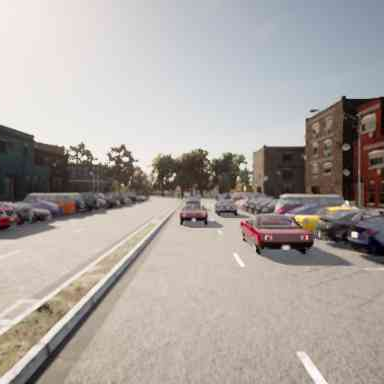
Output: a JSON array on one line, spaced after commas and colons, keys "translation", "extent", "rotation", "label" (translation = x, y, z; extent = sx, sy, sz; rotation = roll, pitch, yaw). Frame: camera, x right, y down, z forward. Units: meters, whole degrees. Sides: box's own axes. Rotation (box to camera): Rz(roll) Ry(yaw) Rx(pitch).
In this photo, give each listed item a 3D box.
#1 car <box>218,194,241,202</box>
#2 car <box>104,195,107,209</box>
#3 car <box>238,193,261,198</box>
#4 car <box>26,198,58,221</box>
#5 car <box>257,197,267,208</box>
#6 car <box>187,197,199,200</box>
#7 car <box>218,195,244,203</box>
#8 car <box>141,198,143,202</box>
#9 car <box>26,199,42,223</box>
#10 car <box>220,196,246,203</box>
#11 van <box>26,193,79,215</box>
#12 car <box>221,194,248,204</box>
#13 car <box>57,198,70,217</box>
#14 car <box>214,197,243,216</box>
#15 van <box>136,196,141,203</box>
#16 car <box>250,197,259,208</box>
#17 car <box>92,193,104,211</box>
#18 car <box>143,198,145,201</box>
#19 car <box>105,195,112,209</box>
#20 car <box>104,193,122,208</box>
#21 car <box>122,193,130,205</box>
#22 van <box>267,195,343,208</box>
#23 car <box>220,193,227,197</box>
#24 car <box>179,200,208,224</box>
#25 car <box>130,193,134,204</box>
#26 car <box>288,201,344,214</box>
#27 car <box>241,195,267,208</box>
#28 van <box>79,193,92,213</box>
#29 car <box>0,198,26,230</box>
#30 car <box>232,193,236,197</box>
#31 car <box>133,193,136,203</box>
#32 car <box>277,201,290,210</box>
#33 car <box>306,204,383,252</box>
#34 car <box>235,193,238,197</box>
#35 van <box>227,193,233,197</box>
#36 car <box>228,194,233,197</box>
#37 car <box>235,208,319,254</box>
[{"translation": [7.670, 1.233, 68.850], "extent": [4.553, 1.767, 2.185], "rotation": [0, 0, 0], "label": "car"}, {"translation": [-12.502, 1.401, 37.476], "extent": [4.674, 1.452, 2.002], "rotation": [0, 0, 0], "label": "car"}, {"translation": [7.641, 1.240, 35.754], "extent": [4.553, 1.767, 2.185], "rotation": [0, 0, 0], "label": "car"}, {"translation": [-12.498, 1.401, 23.581], "extent": [4.792, 1.488, 2.163], "rotation": [0, 0, 0], "label": "car"}, {"translation": [7.656, 1.382, 24.728], "extent": [4.892, 1.521, 2.231], "rotation": [0, 0, 0], "label": "car"}, {"translation": [0.136, 1.390, 40.965], "extent": [1.837, 1.490, 4.892], "rotation": [0, 0, 0], "label": "car"}, {"translation": [7.704, 1.367, 66.088], "extent": [5.008, 1.535, 2.097], "rotation": [0, 0, 0], "label": "car"}, {"translation": [-12.490, 1.254, 65.274], "extent": [4.553, 1.767, 2.185], "rotation": [0, 0, 0], "label": "car"}, {"translation": [-12.526, 1.379, 20.802], "extent": [4.892, 1.521, 2.231], "rotation": [0, 0, 0], "label": "car"}, {"translation": [7.694, 1.412, 63.332], "extent": [4.674, 1.452, 2.002], "rotation": [0, 0, 0], "label": "car"}, {"translation": [-12.635, 1.138, 29.139], "extent": [4.442, 1.987, 1.878], "rotation": [0, 0, 0], "label": "van"}, {"translation": [7.663, 1.250, 60.575], "extent": [4.553, 1.767, 2.185], "rotation": [0, 0, 0], "label": "car"}, {"translation": [-12.521, 1.407, 26.235], "extent": [4.674, 1.452, 2.002], "rotation": [0, 0, 0], "label": "car"}, {"translation": [3.129, 1.438, 31.323], "extent": [2.033, 1.411, 5.357], "rotation": [0, 0, 0], "label": "car"}, {"translation": [-12.346, 1.161, 62.366], "extent": [4.442, 1.987, 1.878], "rotation": [0, 0, 0], "label": "van"}, {"translation": [7.658, 1.377, 27.484], "extent": [4.892, 1.521, 2.231], "rotation": [0, 0, 0], "label": "car"}, {"translation": [-12.537, 1.110, 34.697], "extent": [5.566, 2.045, 2.435], "rotation": [0, 0, 0], "label": "car"}, {"translation": [-12.420, 1.386, 70.710], "extent": [4.792, 1.488, 2.163], "rotation": [0, 0, 0], "label": "car"}, {"translation": [-12.497, 1.402, 40.190], "extent": [4.674, 1.452, 2.002], "rotation": [0, 0, 0], "label": "car"}, {"translation": [-12.467, 1.113, 42.909], "extent": [5.566, 2.045, 2.435], "rotation": [0, 0, 0], "label": "car"}, {"translation": [-12.515, 1.120, 48.594], "extent": [5.566, 2.045, 2.435], "rotation": [0, 0, 0], "label": "car"}, {"translation": [7.542, 1.162, 21.846], "extent": [4.442, 1.987, 1.878], "rotation": [0, 0, 0], "label": "van"}, {"translation": [7.715, 1.121, 52.299], "extent": [5.566, 2.045, 2.435], "rotation": [0, 0, 0], "label": "car"}, {"translation": [0.121, 1.505, 23.642], "extent": [1.895, 1.301, 4.718], "rotation": [0, 0, 0], "label": "car"}, {"translation": [-12.472, 1.379, 54.026], "extent": [5.008, 1.535, 2.097], "rotation": [0, 0, 0], "label": "car"}, {"translation": [7.840, 1.401, 16.455], "extent": [5.366, 1.575, 1.946], "rotation": [0, 0, 0], "label": "car"}, {"translation": [7.663, 1.369, 32.998], "extent": [4.892, 1.521, 2.231], "rotation": [0, 0, 0], "label": "car"}, {"translation": [-12.397, 1.135, 31.916], "extent": [4.442, 1.987, 1.878], "rotation": [0, 0, 0], "label": "van"}, {"translation": [-12.509, 1.132, 18.021], "extent": [5.566, 2.045, 2.435], "rotation": [0, 0, 0], "label": "car"}, {"translation": [7.708, 1.239, 41.269], "extent": [4.553, 1.767, 2.185], "rotation": [0, 0, 0], "label": "car"}, {"translation": [-12.503, 1.258, 56.930], "extent": [4.553, 1.767, 2.185], "rotation": [0, 0, 0], "label": "car"}, {"translation": [7.655, 1.435, 19.213], "extent": [4.674, 1.452, 2.002], "rotation": [0, 0, 0], "label": "car"}, {"translation": [7.646, 1.415, 13.699], "extent": [4.892, 1.521, 2.231], "rotation": [0, 0, 0], "label": "car"}, {"translation": [7.706, 1.239, 38.512], "extent": [4.553, 1.767, 2.185], "rotation": [0, 0, 0], "label": "car"}, {"translation": [7.565, 1.142, 46.784], "extent": [4.442, 1.987, 1.878], "rotation": [0, 0, 0], "label": "van"}, {"translation": [7.685, 1.366, 44.026], "extent": [5.008, 1.535, 2.097], "rotation": [0, 0, 0], "label": "car"}, {"translation": [3.106, 1.536, 13.225], "extent": [1.895, 1.301, 4.718], "rotation": [0, 0, 0], "label": "car"}]
